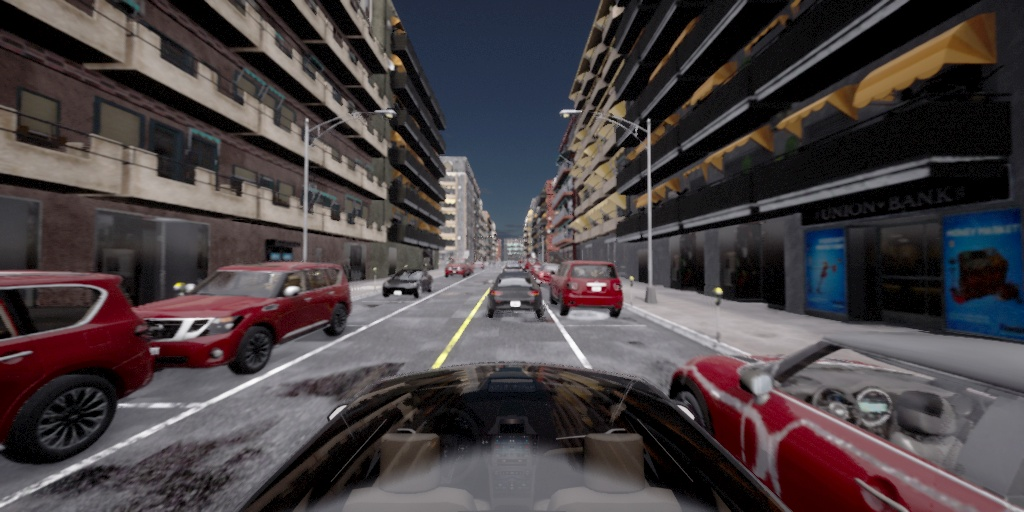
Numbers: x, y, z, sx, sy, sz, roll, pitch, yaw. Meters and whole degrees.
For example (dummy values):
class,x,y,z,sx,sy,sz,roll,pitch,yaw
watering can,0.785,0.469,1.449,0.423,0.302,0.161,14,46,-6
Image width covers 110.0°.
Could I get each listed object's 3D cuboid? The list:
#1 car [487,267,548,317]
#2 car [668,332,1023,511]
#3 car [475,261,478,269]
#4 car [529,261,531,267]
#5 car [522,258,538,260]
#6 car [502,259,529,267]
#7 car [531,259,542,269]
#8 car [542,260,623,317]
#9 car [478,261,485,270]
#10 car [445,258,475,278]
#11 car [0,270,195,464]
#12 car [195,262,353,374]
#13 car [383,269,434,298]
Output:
class,x,y,z,sx,sy,sz,roll,pitch,yaw
car,0.103,1.293,13.189,1.812,1.442,4.674,0,0,0
car,2.576,1.191,2.172,1.967,1.591,4.097,0,0,0
car,-5.305,1.388,40.946,1.888,1.381,4.507,0,0,0
car,2.542,1.406,35.358,1.802,1.307,4.207,0,0,0
car,2.544,1.179,46.420,2.192,1.841,5.009,0,0,0
car,0.109,1.302,30.942,2.128,1.511,4.902,0,0,0
car,2.539,1.232,24.296,1.967,1.591,4.097,0,0,0
car,2.537,1.082,13.233,2.192,1.841,5.009,0,0,0
car,-5.301,1.494,57.539,1.802,1.307,4.207,0,0,0
car,-5.306,1.139,35.415,2.192,1.841,5.009,0,0,0
car,-5.314,1.065,2.234,2.192,1.841,5.009,0,0,0
car,-5.313,1.073,7.764,2.192,1.841,5.009,0,0,0
car,-5.310,1.345,18.826,1.948,1.339,4.313,0,0,0
